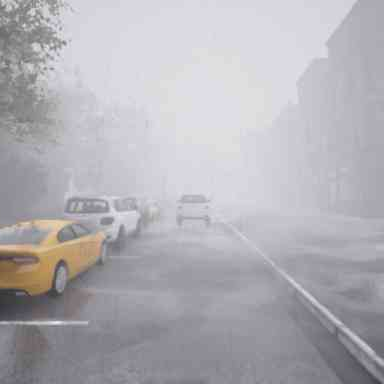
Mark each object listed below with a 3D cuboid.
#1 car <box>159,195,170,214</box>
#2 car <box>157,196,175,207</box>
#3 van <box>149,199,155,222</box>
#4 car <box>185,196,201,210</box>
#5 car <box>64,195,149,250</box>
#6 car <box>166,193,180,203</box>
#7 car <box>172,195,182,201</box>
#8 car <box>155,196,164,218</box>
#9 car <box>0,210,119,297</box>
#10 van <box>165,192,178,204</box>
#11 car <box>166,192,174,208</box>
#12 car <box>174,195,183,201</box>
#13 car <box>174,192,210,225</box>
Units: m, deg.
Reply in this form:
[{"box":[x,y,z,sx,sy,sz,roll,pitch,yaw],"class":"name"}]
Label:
[{"box":[-3.649,1.357,30.821,2.097,1.535,5.008,0,0,2],"class":"car"},{"box":[-3.646,1.344,47.536,2.002,1.452,4.674,0,0,2],"class":"car"},{"box":[-3.646,1.172,19.803,1.878,1.987,4.442,0,0,2],"class":"van"},{"box":[0.105,1.352,40.860,1.837,1.490,4.892,0,1,0],"class":"car"},{"box":[-3.651,1.169,14.144,2.435,2.045,5.566,0,0,2],"class":"car"},{"box":[-3.646,1.126,64.218,2.185,1.767,4.553,0,0,2],"class":"car"},{"box":[-3.625,1.495,80.955,2.163,1.488,4.792,1,-1,2],"class":"car"},{"box":[-3.642,1.373,25.442,1.946,1.575,5.366,0,0,2],"class":"car"},{"box":[-3.652,1.443,8.541,2.097,1.535,5.008,0,0,2],"class":"car"},{"box":[-3.641,1.043,58.796,1.878,1.987,4.442,0,0,2],"class":"van"},{"box":[-3.649,1.196,41.936,2.185,1.767,4.553,0,0,2],"class":"car"},{"box":[-3.625,1.731,92.061,2.097,1.535,5.008,1,-2,2],"class":"car"},{"box":[0.104,1.126,23.367,2.150,2.045,5.566,0,0,0],"class":"car"}]
